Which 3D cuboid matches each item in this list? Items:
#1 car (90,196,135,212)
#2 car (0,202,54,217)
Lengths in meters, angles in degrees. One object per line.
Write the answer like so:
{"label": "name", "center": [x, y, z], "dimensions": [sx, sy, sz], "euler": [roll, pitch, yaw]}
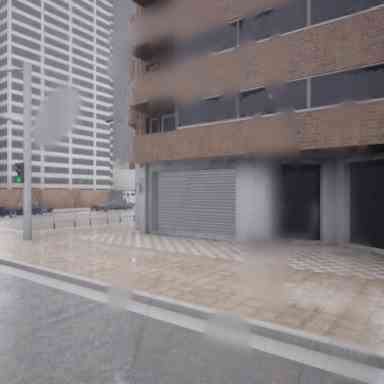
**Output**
{"label": "car", "center": [-9.374, 1.547, 39.410], "dimensions": [2.033, 1.411, 5.357], "euler": [0, 0, 36]}
{"label": "car", "center": [-15.529, 1.601, 30.953], "dimensions": [1.895, 1.301, 4.718], "euler": [0, 0, 36]}
